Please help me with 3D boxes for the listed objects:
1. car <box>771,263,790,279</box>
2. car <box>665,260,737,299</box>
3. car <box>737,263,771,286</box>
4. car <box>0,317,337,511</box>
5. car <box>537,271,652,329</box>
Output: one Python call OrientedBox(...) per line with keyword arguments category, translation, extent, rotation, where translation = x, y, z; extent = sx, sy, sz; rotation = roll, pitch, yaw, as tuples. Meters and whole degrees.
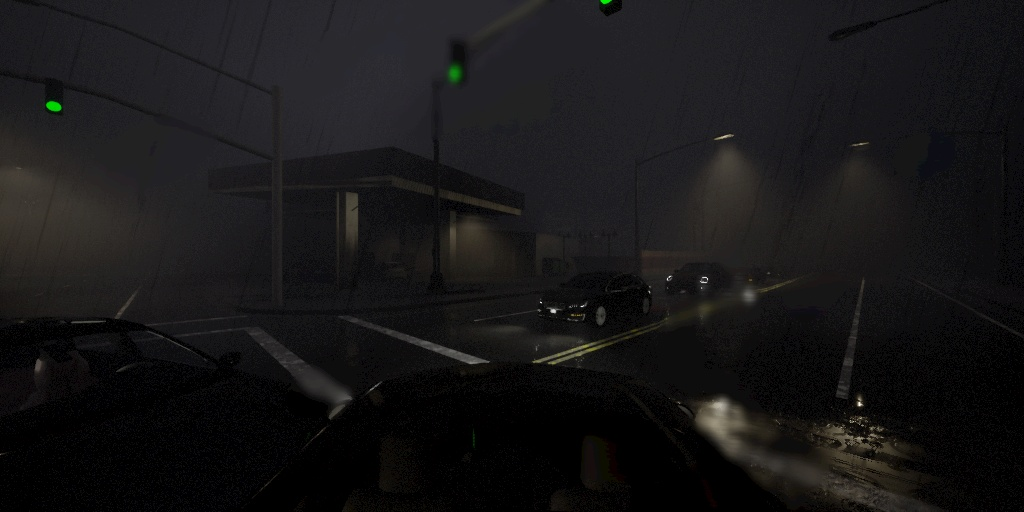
OrientedBox(category="car", translation=(23.622, 1.314, 32.427), extent=(4.181, 1.385, 1.994), rotation=(0, 0, -45))
OrientedBox(category="car", translation=(9.630, 1.102, 18.395), extent=(2.097, 1.767, 4.553), rotation=(0, 0, 45))
OrientedBox(category="car", translation=(16.523, 1.314, 25.339), extent=(1.994, 1.385, 4.181), rotation=(0, 0, 44))
OrientedBox(category="car", translation=(-3.433, 1.242, 2.467), extent=(4.902, 1.511, 2.128), rotation=(0, 0, 15))
OrientedBox(category="car", translation=(2.825, 1.255, 11.516), extent=(1.837, 1.490, 4.892), rotation=(0, 0, 44))
